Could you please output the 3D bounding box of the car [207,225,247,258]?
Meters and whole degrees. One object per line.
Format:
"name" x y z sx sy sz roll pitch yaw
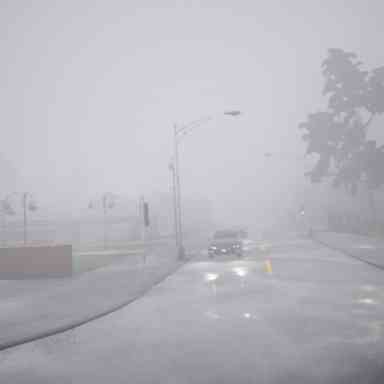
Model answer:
"car" 2.098 2.998 19.885 1.837 1.490 4.892 -4 -5 10
